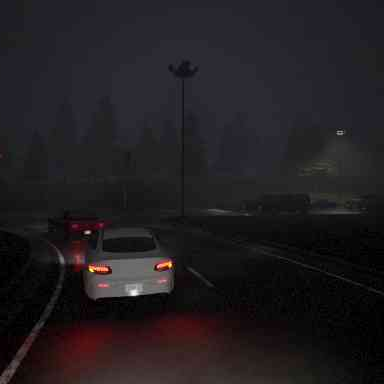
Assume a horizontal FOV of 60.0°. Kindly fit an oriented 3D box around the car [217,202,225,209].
[{"bbox_3d":[6.085,1.547,43.570,5.357,1.411,2.033,0,0,-14],"label":"car"}]

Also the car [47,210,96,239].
[{"bbox_3d":[-6.153,1.601,17.385,1.895,1.301,4.718,0,0,-35],"label":"car"}]

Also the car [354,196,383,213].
[{"bbox_3d":[20.844,1.492,36.332,4.902,1.511,2.128,0,0,-14],"label":"car"}]

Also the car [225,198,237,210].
[{"bbox_3d":[6.827,1.526,40.127,4.674,1.442,1.812,0,0,-14],"label":"car"}]

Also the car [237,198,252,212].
[{"bbox_3d":[8.308,1.221,36.907,5.566,2.045,2.150,0,0,-14],"label":"car"}]

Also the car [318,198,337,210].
[{"bbox_3d":[15.742,1.601,42.302,4.718,1.301,1.895,0,0,-14],"label":"car"}]

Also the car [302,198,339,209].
[{"bbox_3d":[17.939,1.526,46.421,4.674,1.442,1.812,0,0,-14],"label":"car"}]

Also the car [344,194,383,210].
[{"bbox_3d":[21.121,1.224,39.999,5.566,2.045,2.150,0,0,-13],"label":"car"}]

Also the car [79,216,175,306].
[{"bbox_3d":[-1.650,1.526,8.089,1.812,1.442,4.674,0,0,-16],"label":"car"}]

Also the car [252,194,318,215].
[{"bbox_3d":[9.383,1.222,33.566,5.566,2.045,2.150,0,0,-14],"label":"car"}]
